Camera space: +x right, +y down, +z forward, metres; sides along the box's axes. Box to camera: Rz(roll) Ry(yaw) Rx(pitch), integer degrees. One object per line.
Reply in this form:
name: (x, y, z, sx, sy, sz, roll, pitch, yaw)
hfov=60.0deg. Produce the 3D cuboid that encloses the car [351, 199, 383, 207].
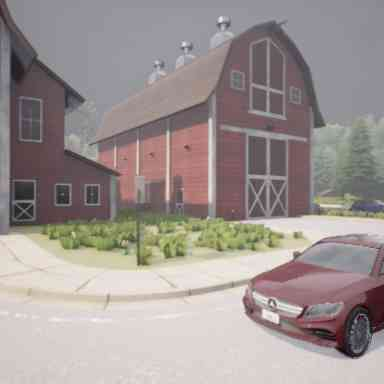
car: (19.427, 1.587, 35.550, 2.097, 1.767, 4.553, 0, 0, -34)

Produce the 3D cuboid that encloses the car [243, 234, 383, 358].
car: (3.043, 1.561, 6.180, 4.674, 1.442, 1.812, 0, 0, -35)
